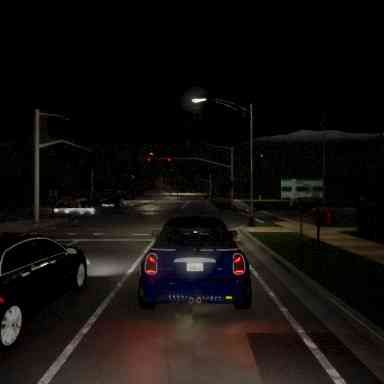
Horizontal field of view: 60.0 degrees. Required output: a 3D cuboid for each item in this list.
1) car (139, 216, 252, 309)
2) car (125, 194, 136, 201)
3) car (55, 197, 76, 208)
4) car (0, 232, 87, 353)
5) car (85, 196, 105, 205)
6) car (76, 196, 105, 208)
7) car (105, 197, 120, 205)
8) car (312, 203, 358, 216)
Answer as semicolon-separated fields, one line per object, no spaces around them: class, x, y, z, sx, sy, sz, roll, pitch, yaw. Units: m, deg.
car;0.067;1.352;8.026;2.097;1.767;4.553;0;0;0
car;-14.121;1.284;76.081;1.812;1.442;4.674;0;0;1
car;-18.119;1.478;48.394;1.882;1.535;5.008;0;0;1
car;-3.443;1.505;6.120;1.837;1.490;4.892;0;0;0
car;-17.891;1.492;61.612;2.128;1.511;4.902;0;0;1
car;-14.620;1.601;48.279;1.895;1.301;4.718;0;0;1
car;-14.417;1.548;60.479;2.033;1.411;5.357;0;0;1
car;13.300;1.601;29.594;4.718;1.301;1.895;0;0;0
